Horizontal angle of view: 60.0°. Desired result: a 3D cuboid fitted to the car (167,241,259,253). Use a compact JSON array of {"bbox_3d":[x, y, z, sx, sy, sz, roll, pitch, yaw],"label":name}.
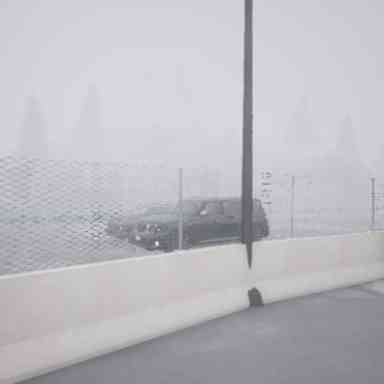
[{"bbox_3d":[0.501,1.209,12.701,5.566,2.045,2.150,0,0,-33],"label":"car"}]
